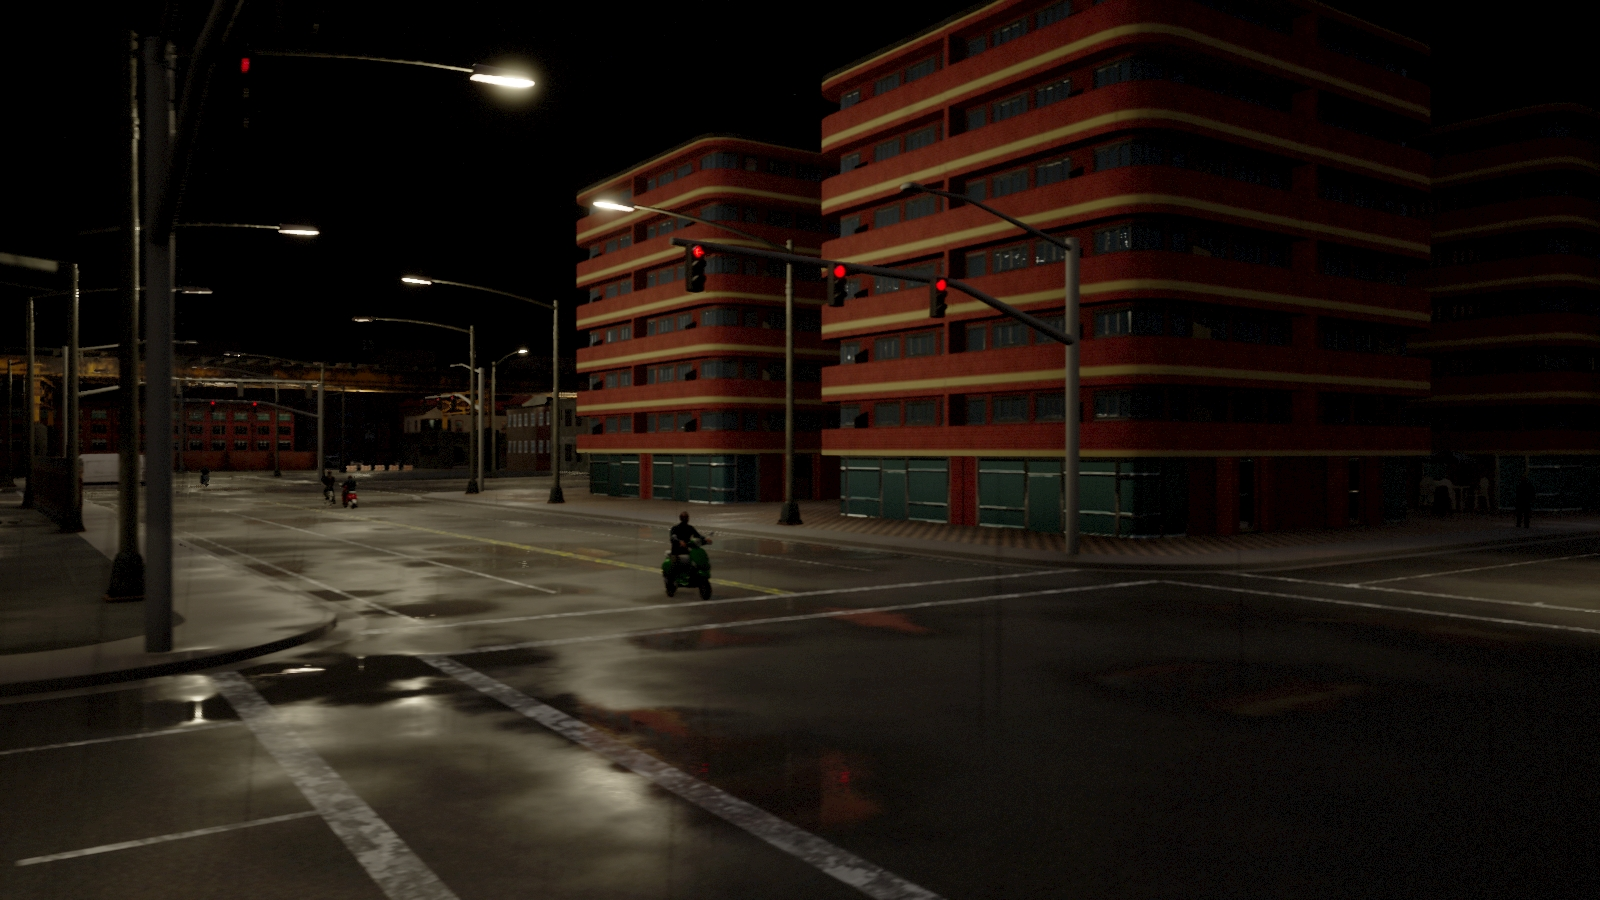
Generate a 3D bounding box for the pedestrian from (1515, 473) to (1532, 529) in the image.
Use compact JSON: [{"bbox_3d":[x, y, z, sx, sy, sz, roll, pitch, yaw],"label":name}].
[{"bbox_3d":[24.105,1.698,38.063,0.375,1.860,0.375,0,0,-40],"label":"pedestrian"}]
